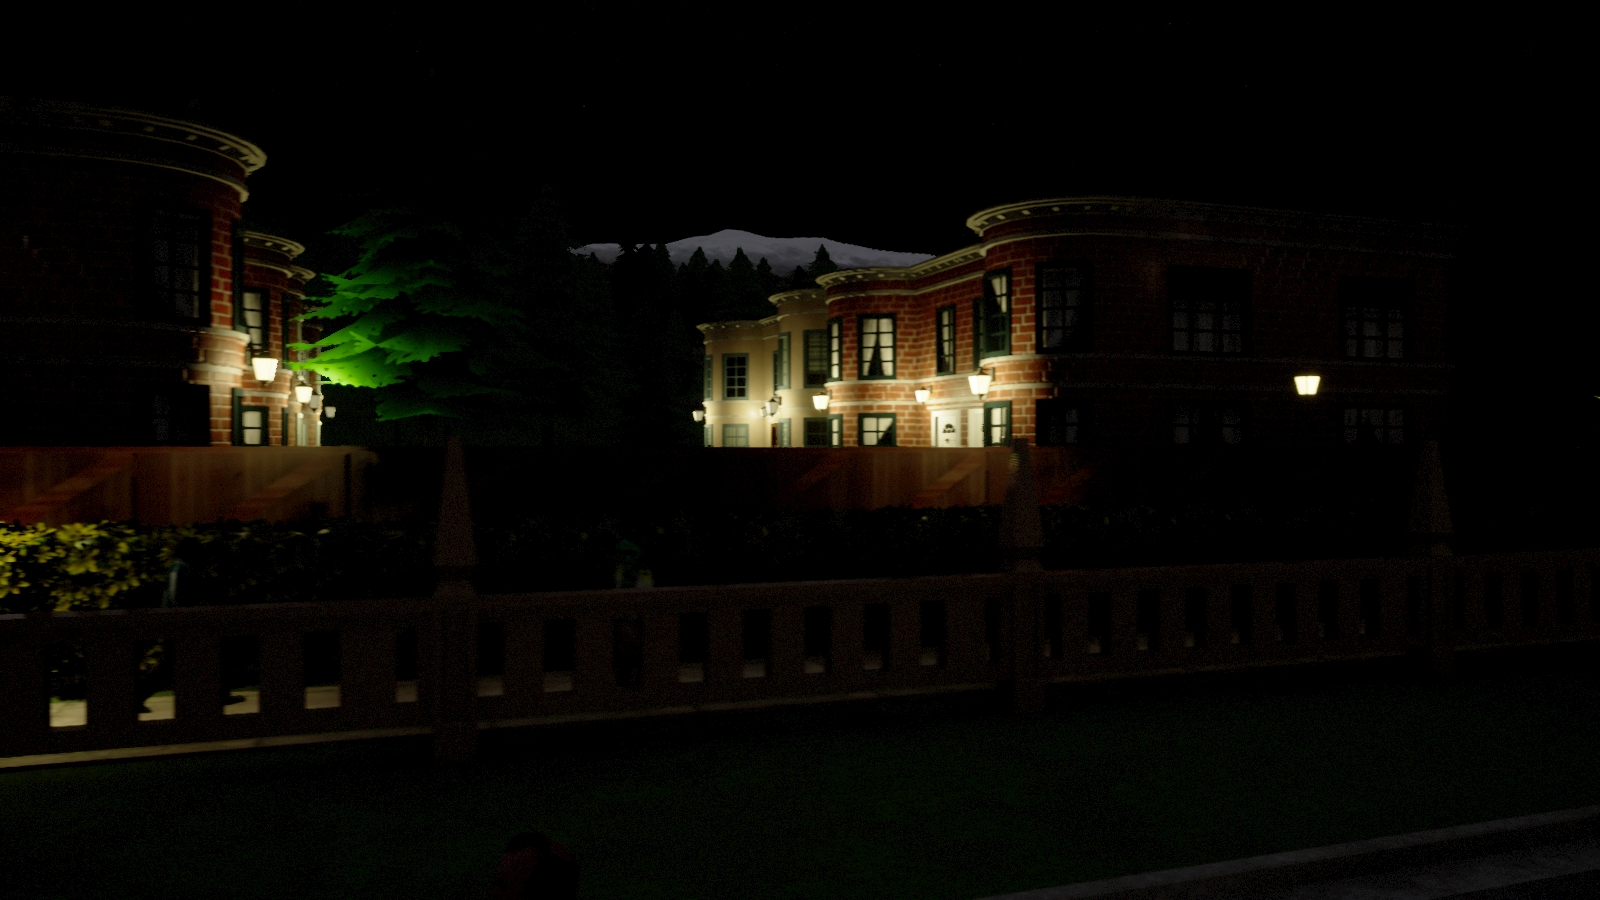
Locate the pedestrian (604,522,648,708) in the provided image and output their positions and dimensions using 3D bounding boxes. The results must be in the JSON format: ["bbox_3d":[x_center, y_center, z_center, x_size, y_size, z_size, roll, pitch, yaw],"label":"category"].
[{"bbox_3d":[-1.813,1.696,11.891,0.375,1.860,0.375,0,0,-24],"label":"pedestrian"}]

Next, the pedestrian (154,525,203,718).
[{"bbox_3d":[-6.218,1.695,11.440,0.375,1.860,0.375,0,0,-20],"label":"pedestrian"}]

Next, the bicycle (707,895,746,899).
[{"bbox_3d":[-0.980,2.060,2.938,1.835,1.471,0.329,0,0,-20],"label":"bicycle"}]
